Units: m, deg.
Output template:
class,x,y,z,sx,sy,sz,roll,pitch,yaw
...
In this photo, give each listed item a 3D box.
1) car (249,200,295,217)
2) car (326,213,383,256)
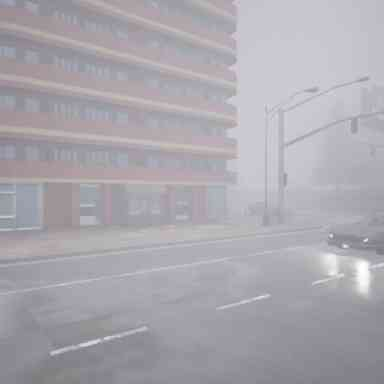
class,x,y,z,sx,sy,sz,roll,pitch,yaw
car,7.393,1.526,31.226,1.812,1.442,4.674,0,0,-36
car,7.801,1.547,13.205,5.357,1.411,2.033,0,0,-30
